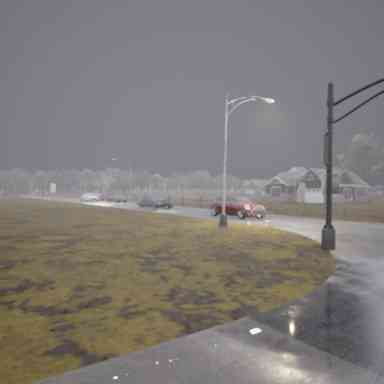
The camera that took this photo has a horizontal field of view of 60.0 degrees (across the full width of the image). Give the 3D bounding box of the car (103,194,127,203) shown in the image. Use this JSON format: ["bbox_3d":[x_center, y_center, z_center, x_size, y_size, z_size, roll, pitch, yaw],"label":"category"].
[{"bbox_3d":[-12.071,1.062,53.225,1.994,1.385,4.181,2,-1,-35],"label":"car"}]

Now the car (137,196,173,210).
[{"bbox_3d":[-4.102,1.118,35.820,2.033,1.411,5.357,2,0,-35],"label":"car"}]

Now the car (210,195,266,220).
[{"bbox_3d":[3.441,1.074,25.226,2.097,1.767,4.553,2,0,-35],"label":"car"}]

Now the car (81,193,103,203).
[{"bbox_3d":[-16.250,0.920,53.036,1.812,1.442,4.674,2,-1,-35],"label":"car"}]

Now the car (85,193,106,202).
[{"bbox_3d":[-17.871,0.982,61.375,2.033,1.411,5.357,2,-1,-35],"label":"car"}]
